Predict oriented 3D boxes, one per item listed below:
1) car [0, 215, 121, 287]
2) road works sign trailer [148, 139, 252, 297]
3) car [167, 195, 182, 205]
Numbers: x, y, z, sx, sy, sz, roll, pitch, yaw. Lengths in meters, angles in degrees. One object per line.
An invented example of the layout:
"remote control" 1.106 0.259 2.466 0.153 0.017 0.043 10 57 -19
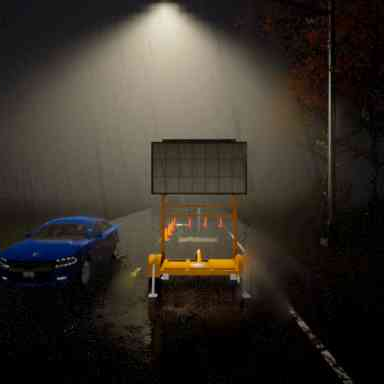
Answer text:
"car" -3.415 1.475 9.527 1.882 1.535 5.008 0 0 1
"road works sign trailer" 0.181 0.462 8.519 2.380 3.560 2.880 0 0 1
"car" -2.714 1.327 52.552 2.097 1.767 4.553 0 0 1
